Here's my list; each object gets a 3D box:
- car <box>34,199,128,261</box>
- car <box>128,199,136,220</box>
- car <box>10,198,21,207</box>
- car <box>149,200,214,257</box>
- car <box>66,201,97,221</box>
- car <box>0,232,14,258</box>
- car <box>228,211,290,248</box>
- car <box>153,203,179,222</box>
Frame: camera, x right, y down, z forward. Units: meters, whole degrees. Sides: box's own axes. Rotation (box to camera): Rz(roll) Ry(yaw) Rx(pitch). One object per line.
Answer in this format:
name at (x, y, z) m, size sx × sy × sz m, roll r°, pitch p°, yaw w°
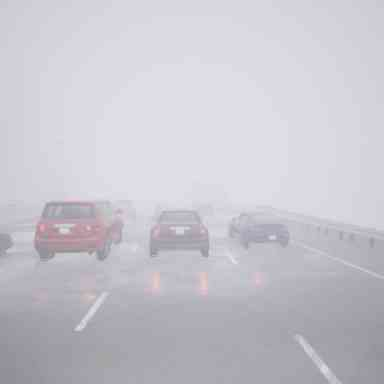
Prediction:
car at (-4.001, 1.251, 12.658) m, size 2.150 × 2.045 × 5.566 m, roll 0°, pitch 0°, yaw -4°
car at (-5.939, 1.408, 28.908) m, size 2.097 × 1.767 × 4.553 m, roll 0°, pitch 0°, yaw -9°
car at (-24.036, 1.594, 45.474) m, size 1.882 × 1.535 × 5.008 m, roll 0°, pitch 0°, yaw -15°
car at (-0.563, 1.374, 13.341) m, size 2.097 × 1.767 × 4.553 m, roll 0°, pitch 0°, yaw -4°
car at (-9.469, 1.570, 28.863) m, size 1.837 × 1.490 × 4.892 m, roll 0°, pitch 0°, yaw -9°
car at (-7.329, 1.577, 9.747) m, size 2.033 × 1.411 × 5.357 m, roll 0°, pitch 0°, yaw -3°
car at (2.842, 1.545, 14.783) m, size 1.812 × 1.442 × 4.674 m, roll 0°, pitch 0°, yaw -5°
car at (-2.274, 1.651, 28.195) m, size 1.895 × 1.301 × 4.718 m, roll 0°, pitch 0°, yaw -8°
